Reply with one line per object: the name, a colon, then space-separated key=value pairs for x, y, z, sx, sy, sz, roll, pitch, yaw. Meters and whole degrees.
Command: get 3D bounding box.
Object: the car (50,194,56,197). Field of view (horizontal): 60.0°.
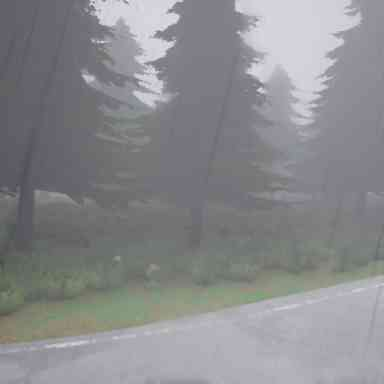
car: x=-35.544 y=1.331 z=85.171 sx=4.193 sy=1.474 sz=1.816 roll=6 pitch=3 yaw=-43
